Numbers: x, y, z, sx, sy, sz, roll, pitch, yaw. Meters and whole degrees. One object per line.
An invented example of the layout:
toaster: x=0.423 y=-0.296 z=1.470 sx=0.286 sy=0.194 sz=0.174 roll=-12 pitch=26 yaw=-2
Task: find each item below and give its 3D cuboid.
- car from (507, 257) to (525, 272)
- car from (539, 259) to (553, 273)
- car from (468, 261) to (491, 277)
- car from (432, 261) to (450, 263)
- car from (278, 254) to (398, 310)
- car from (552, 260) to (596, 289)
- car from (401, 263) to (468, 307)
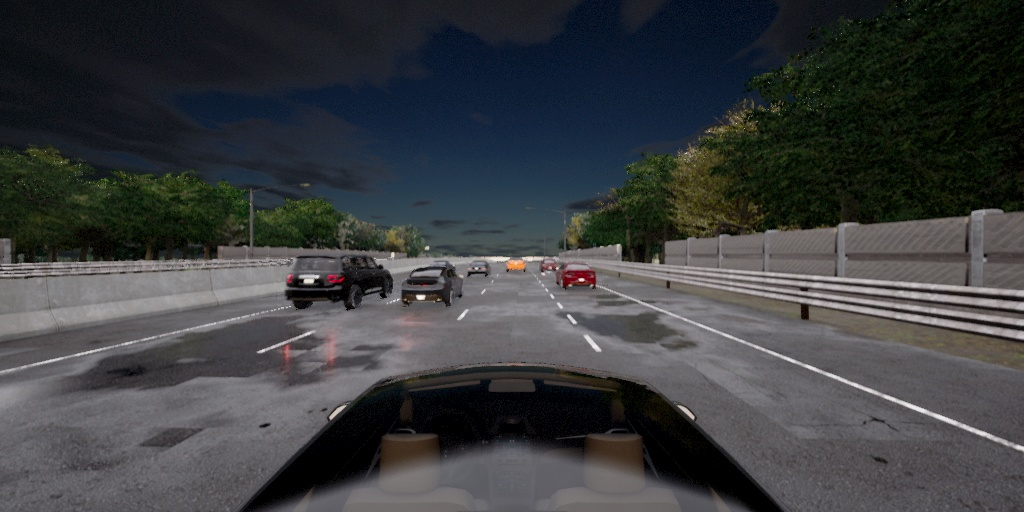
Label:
car: x=0.492 y=0.879 z=42.649 sx=2.097 sy=1.767 sz=4.553 roll=0 pitch=0 yaw=1
car: x=4.056 y=1.072 z=39.804 sx=1.812 sy=1.442 sz=4.674 roll=0 pitch=0 yaw=1
car: x=-3.021 y=1.139 z=33.508 sx=2.033 sy=1.411 sz=5.357 roll=0 pitch=0 yaw=1
car: x=-6.525 y=1.142 z=33.111 sx=2.033 sy=1.411 sz=5.357 roll=0 pitch=0 yaw=1
car: x=-6.753 y=0.927 z=14.663 sx=2.150 sy=2.045 sz=5.566 roll=0 pitch=0 yaw=1
car: x=3.839 y=1.145 z=22.107 sx=1.882 sy=1.535 sz=5.008 roll=0 pitch=0 yaw=1
car: x=-3.245 y=1.208 z=15.293 sx=1.837 sy=1.490 sz=4.892 roll=0 pitch=0 yaw=1
